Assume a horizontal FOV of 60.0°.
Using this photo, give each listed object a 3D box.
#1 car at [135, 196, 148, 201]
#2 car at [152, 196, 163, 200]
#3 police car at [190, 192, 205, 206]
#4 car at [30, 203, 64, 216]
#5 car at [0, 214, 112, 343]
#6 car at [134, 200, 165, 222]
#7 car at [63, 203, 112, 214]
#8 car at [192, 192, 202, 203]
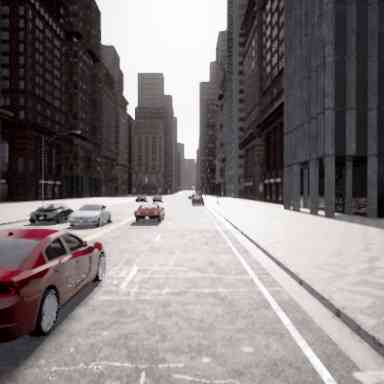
[{"bbox_3d":[-9.756,1.450,64.305,1.895,1.301,4.718,0,0,0],"label":"car"},{"bbox_3d":[-6.510,1.399,63.519,2.033,1.411,5.357,0,0,0],"label":"car"},{"bbox_3d":[0.980,1.294,53.108,1.930,1.638,5.238,0,0,0],"label":"police car"},{"bbox_3d":[-9.845,1.497,23.742,1.994,1.385,4.181,0,0,0],"label":"car"},{"bbox_3d":[-3.150,1.459,6.609,1.882,1.535,5.008,0,0,0],"label":"car"},{"bbox_3d":[-3.147,1.529,25.609,1.895,1.301,4.718,0,0,0],"label":"car"},{"bbox_3d":[-6.590,1.463,22.061,1.812,1.442,4.674,0,0,0],"label":"car"},{"bbox_3d":[0.981,1.068,69.028,2.150,2.045,5.566,0,0,0],"label":"car"}]
